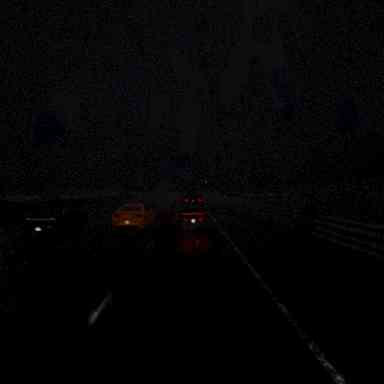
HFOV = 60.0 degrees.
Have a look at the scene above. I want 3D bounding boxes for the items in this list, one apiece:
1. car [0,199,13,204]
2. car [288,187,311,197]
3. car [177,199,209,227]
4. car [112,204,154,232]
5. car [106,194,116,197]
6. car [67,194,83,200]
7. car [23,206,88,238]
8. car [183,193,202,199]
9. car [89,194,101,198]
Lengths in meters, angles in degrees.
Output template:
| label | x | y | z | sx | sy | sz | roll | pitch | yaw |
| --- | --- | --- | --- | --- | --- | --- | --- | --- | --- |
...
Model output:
| label | x | y | z | sx | sy | sz | roll | pitch | yaw |
| --- | --- | --- | --- | --- | --- | --- | --- | --- | --- |
| car | -17.625 | 1.433 | 29.837 | 1.837 | 1.490 | 4.892 | 0 | 0 | 0 |
| car | 21.262 | 0.228 | 65.902 | 2.150 | 2.045 | 5.566 | 0 | -3 | -15 |
| car | 0.079 | 1.454 | 22.390 | 1.837 | 1.490 | 4.892 | 0 | 1 | 0 |
| car | -3.417 | 1.432 | 19.972 | 1.882 | 1.535 | 5.008 | 0 | 0 | 0 |
| car | -17.569 | 1.277 | 72.408 | 2.128 | 1.511 | 4.902 | 0 | 0 | 0 |
| car | -24.566 | 1.130 | 69.793 | 2.097 | 1.767 | 4.553 | 0 | 0 | 0 |
| car | -6.914 | 1.453 | 17.375 | 2.128 | 1.511 | 4.902 | 0 | 0 | 0 |
| car | 0.068 | 1.110 | 41.103 | 2.150 | 2.045 | 5.566 | 0 | 0 | -1 |
| car | -21.069 | 1.252 | 72.405 | 1.837 | 1.490 | 4.892 | 0 | 0 | 0 |
